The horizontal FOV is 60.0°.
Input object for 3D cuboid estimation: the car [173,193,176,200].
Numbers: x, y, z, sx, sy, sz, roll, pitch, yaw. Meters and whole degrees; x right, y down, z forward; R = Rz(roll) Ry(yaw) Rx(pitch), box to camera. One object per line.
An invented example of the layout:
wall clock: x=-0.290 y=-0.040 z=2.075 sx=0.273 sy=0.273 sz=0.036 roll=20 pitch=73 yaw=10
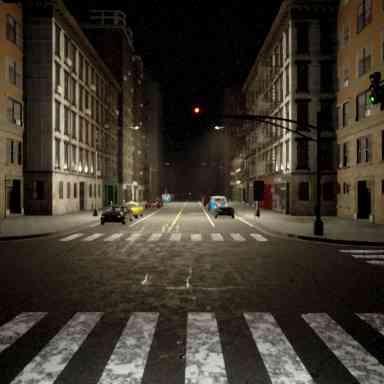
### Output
car: x=-5.226 y=1.306 z=72.549 sx=2.192 sy=1.841 sz=5.009 roll=0 pitch=0 yaw=0

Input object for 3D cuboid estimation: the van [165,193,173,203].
van: x=-5.237 y=1.333 z=67.142 sx=1.690 sy=1.788 sz=3.998 roll=0 pitch=0 yaw=0

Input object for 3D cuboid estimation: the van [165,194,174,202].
van: x=-5.215 y=1.332 z=77.955 sx=1.690 sy=1.788 sz=3.998 roll=0 pitch=0 yaw=0

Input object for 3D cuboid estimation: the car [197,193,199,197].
car: x=2.894 y=1.535 z=83.340 sx=1.887 sy=1.381 sz=4.507 roll=0 pitch=0 yaw=0

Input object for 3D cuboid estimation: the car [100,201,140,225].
car: x=-5.321 y=1.547 z=23.893 sx=2.008 sy=1.369 sz=4.403 roll=0 pitch=0 yaw=0

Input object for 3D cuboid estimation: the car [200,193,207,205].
car: x=2.792 y=1.308 z=50.902 sx=2.192 sy=1.841 sz=5.009 roll=0 pitch=0 yaw=0

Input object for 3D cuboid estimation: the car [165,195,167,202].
car: x=-5.269 y=1.518 z=50.754 sx=1.752 sy=1.417 sz=4.829 roll=0 pitch=0 yaw=0

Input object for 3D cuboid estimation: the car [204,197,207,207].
car: x=2.757 y=1.576 z=40.090 sx=1.802 sy=1.307 sz=4.206 roll=0 pitch=0 yaw=0

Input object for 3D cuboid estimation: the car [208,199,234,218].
car: x=2.723 y=1.546 z=29.277 sx=2.008 sy=1.369 sz=4.403 roll=0 pitch=0 yaw=0

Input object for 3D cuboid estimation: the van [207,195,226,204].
van: x=2.741 y=1.336 z=34.684 sx=1.690 sy=1.788 sz=3.998 roll=0 pitch=0 yaw=0

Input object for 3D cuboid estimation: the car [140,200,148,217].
car: x=-5.311 y=1.521 z=29.130 sx=1.752 sy=1.417 sz=4.829 roll=0 pitch=0 yaw=0

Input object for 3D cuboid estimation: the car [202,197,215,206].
car: x=2.809 y=1.558 z=56.308 sx=1.947 sy=1.339 sz=4.313 roll=0 pitch=0 yaw=0

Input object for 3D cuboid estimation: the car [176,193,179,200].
car: x=-5.194 y=1.540 z=88.768 sx=2.008 sy=1.369 sz=4.403 roll=0 pitch=0 yaw=0

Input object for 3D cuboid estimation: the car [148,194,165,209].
car: x=-5.279 y=1.434 z=45.518 sx=1.967 sy=1.590 sz=4.097 roll=0 pitch=0 yaw=0
